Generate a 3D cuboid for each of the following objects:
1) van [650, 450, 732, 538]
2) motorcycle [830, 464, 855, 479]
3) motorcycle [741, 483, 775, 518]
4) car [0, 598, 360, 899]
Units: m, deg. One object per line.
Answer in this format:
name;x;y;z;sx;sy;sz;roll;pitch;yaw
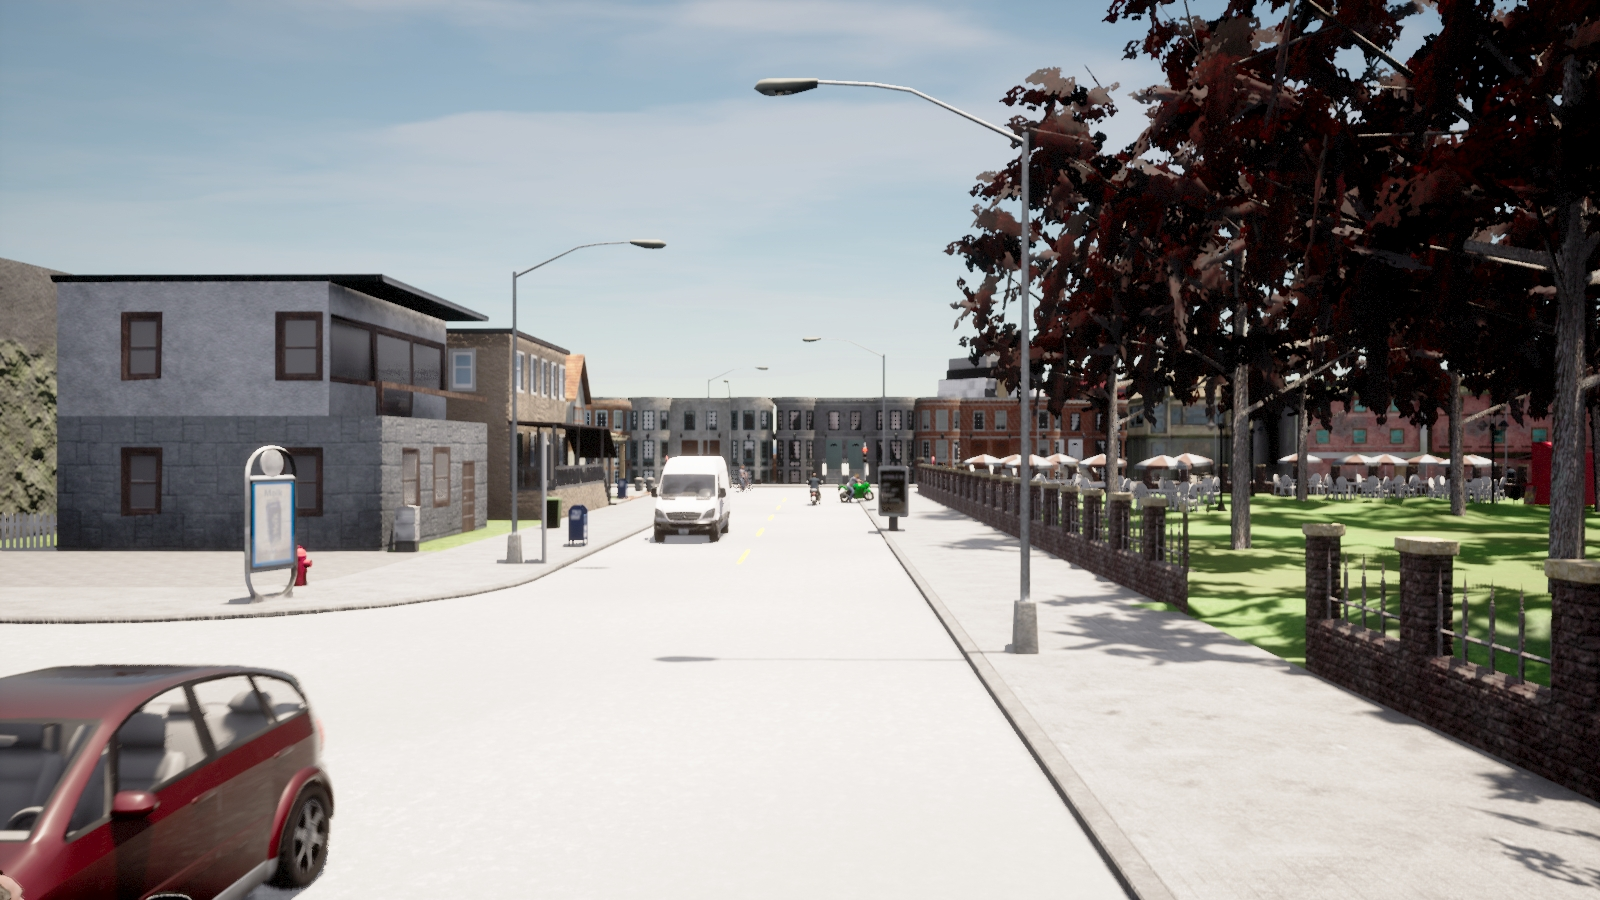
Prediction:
van;-3.393;1.304;36.729;1.988;2.561;5.915;0;0;1
motorcycle;3.779;1.912;101.151;2.033;1.145;0.803;-5;-2;27
motorcycle;-1.677;1.973;45.065;0.867;1.251;2.209;0;0;-15
car;-3.979;1.804;6.082;1.789;1.549;3.705;0;0;1
